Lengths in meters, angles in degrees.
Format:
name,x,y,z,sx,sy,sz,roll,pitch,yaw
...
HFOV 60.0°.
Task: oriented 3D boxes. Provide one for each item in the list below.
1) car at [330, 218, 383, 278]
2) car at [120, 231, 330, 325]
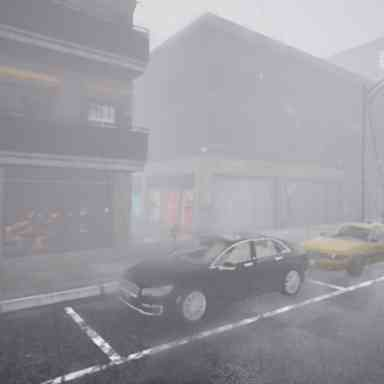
name,x,y,z,sx,sy,sz,roll,pitch,yaw
car,5.061,1.520,10.158,4.829,1.417,1.752,0,1,-35
car,0.665,1.548,7.021,4.403,1.369,2.008,0,1,-35
